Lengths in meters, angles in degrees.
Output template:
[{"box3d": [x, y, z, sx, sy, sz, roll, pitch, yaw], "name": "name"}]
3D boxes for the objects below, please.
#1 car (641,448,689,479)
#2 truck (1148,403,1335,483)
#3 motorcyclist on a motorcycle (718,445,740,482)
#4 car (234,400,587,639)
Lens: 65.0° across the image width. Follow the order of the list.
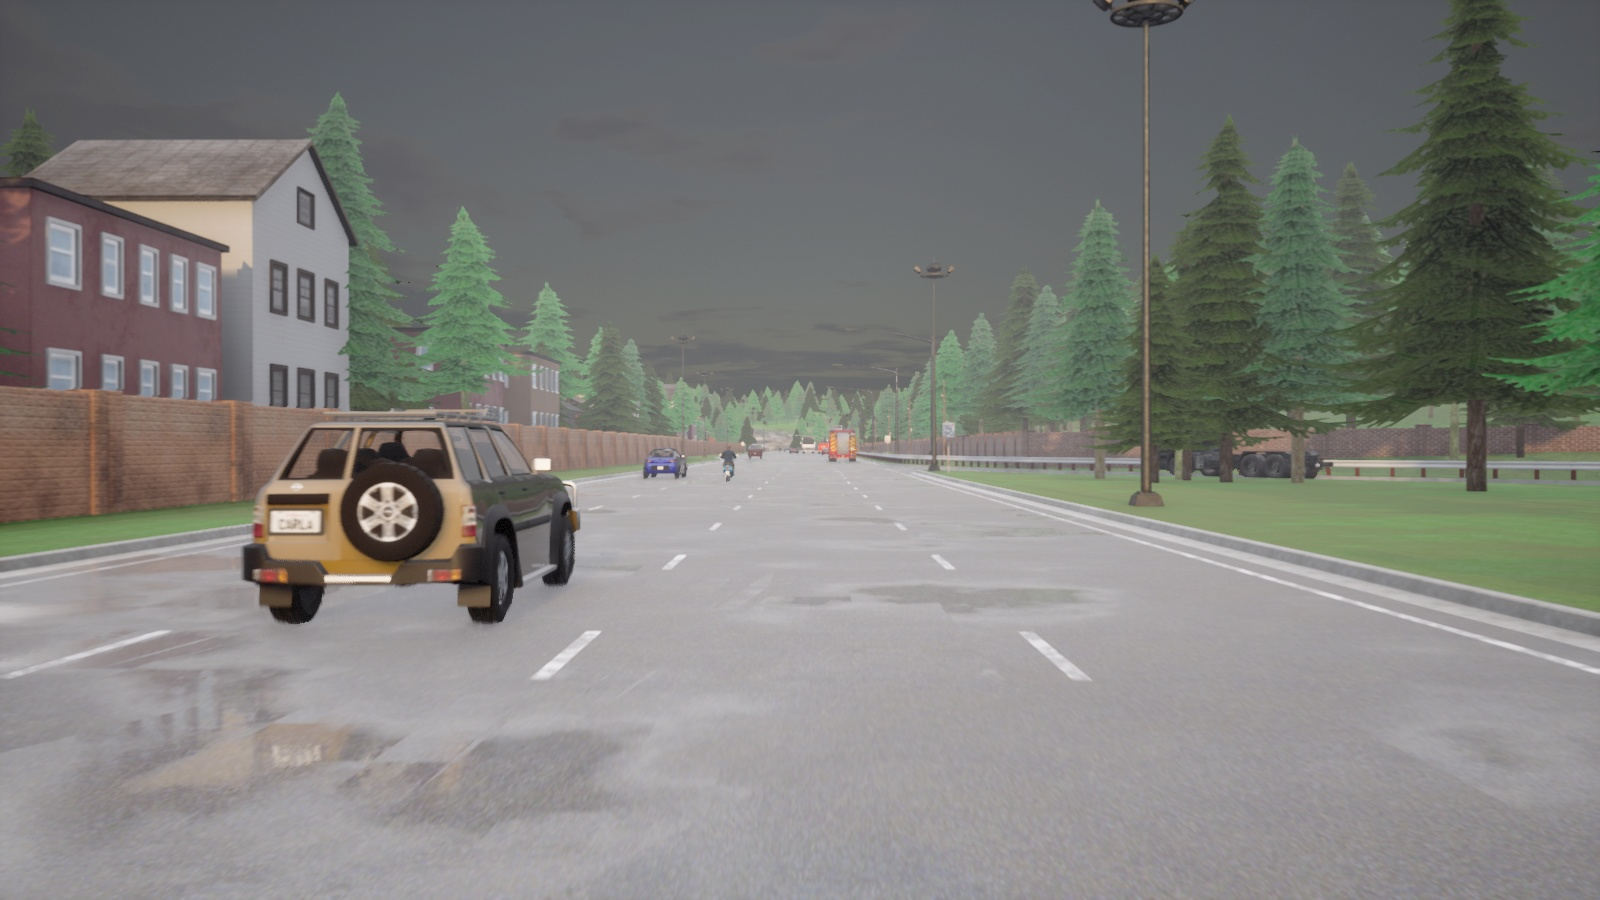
[{"box3d": [-6.552, 0.639, 61.391, 1.816, 1.474, 4.193, 0, 0, 1], "name": "car"}, {"box3d": [20.404, -0.329, 58.484, 2.891, 3.462, 7.936, 0, 0, -37], "name": "truck"}, {"box3d": [-3.148, 0.592, 55.642, 0.866, 1.590, 1.817, 0, 0, 1], "name": "motorcyclist on a motorcycle"}, {"box3d": [-3.416, 0.538, 12.056, 1.932, 1.855, 4.605, 0, 0, 0], "name": "car"}]
